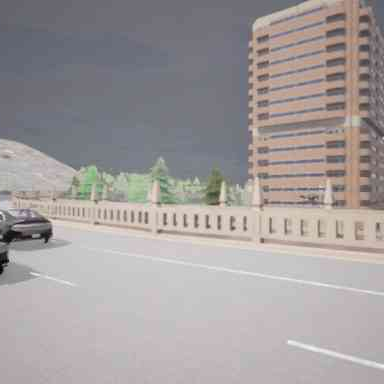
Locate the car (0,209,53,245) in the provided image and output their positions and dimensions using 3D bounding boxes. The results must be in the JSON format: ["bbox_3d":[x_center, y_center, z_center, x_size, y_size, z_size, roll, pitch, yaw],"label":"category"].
[{"bbox_3d":[-7.930,1.492,14.555,4.902,1.511,2.128,0,0,40],"label":"car"}]

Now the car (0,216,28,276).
[{"bbox_3d":[-6.794,1.492,9.069,4.902,1.511,2.128,0,0,38],"label":"car"}]
